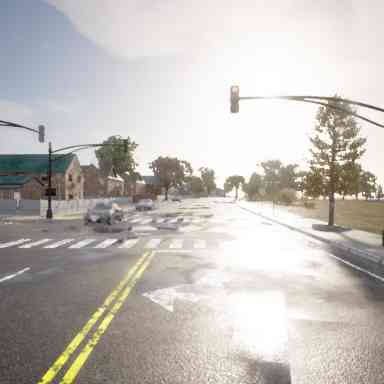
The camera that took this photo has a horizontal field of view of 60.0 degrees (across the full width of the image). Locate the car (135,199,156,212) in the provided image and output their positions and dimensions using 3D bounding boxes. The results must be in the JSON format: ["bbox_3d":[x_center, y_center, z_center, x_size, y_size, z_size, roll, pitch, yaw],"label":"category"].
[{"bbox_3d":[-5.590,1.594,40.365,1.812,1.442,4.674,0,0,3],"label":"car"}]

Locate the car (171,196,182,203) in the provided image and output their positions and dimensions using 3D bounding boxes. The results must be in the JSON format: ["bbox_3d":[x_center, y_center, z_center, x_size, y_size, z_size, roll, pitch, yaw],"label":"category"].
[{"bbox_3d":[-3.434,1.591,74.760,1.882,1.535,5.008,0,0,5],"label":"car"}]

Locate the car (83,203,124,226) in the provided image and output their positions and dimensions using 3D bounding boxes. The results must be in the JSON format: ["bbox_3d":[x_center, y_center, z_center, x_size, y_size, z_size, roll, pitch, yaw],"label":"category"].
[{"bbox_3d":[-6.182,1.523,23.675,2.128,1.511,4.902,0,0,1],"label":"car"}]
